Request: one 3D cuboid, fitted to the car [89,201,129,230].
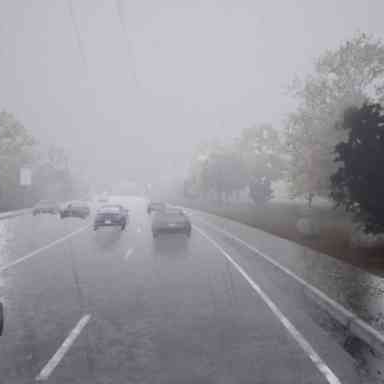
[{"bbox_3d":[-5.055,1.538,21.196,1.812,1.442,4.674,0,0,-7],"label":"car"}]

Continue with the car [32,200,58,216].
[{"bbox_3d":[-14.202,1.530,32.738,1.837,1.490,4.892,0,0,-11],"label":"car"}]

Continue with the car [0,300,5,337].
[{"bbox_3d":[-3.548,1.514,2.795,1.837,1.490,4.892,0,0,-1],"label":"car"}]

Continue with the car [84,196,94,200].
[{"bbox_3d":[-22.845,1.538,73.580,2.128,1.511,4.902,0,0,-12],"label":"car"}]

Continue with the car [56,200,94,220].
[{"bbox_3d":[-9.866,1.620,28.340,1.895,1.301,4.718,0,0,-10],"label":"car"}]

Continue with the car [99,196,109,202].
[{"bbox_3d":[-18.021,1.571,67.956,2.033,1.411,5.357,0,0,-12],"label":"car"}]

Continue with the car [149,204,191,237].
[{"bbox_3d":[-1.182,1.569,18.206,1.994,1.385,4.181,0,0,-7],"label":"car"}]

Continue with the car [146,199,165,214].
[{"bbox_3d":[-3.856,1.503,35.474,2.128,1.511,4.902,0,0,-11],"label":"car"}]
